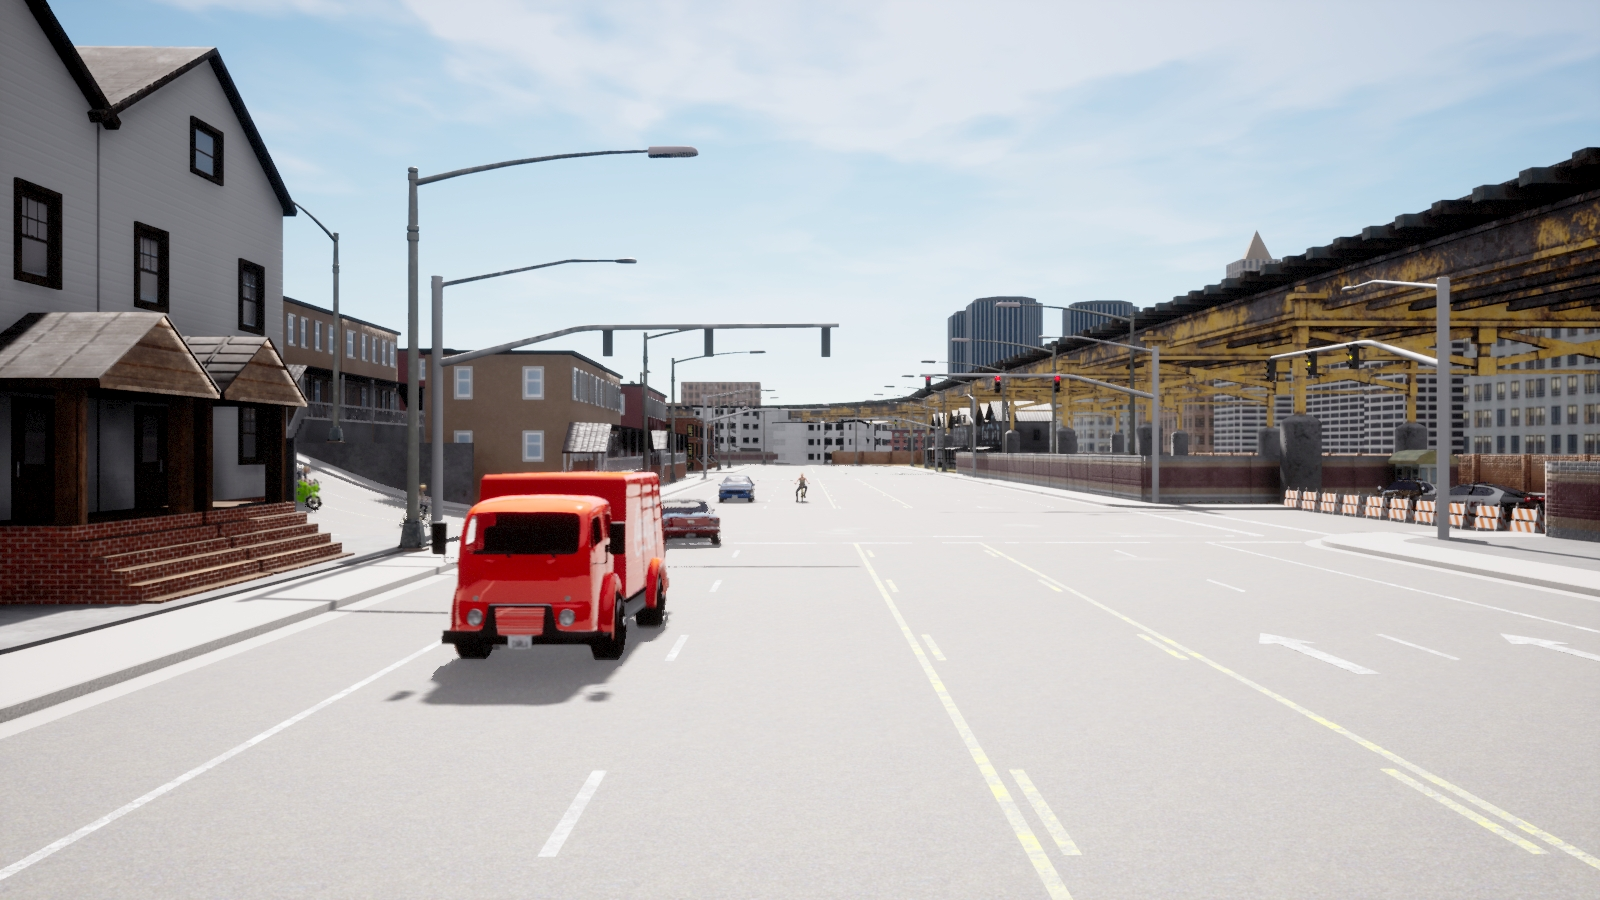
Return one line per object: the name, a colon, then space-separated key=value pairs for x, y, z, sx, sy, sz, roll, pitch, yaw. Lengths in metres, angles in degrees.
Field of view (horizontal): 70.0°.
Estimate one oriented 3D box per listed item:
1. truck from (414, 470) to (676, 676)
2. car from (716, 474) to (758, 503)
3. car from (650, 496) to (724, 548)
truck: x=-3.448 y=1.568 z=16.798 sx=2.627 sy=2.467 sz=5.204 roll=0 pitch=0 yaw=1
car: x=-3.449 y=2.106 z=63.014 sx=2.033 sy=1.411 sz=5.357 roll=0 pitch=0 yaw=0
car: x=-3.541 y=2.162 z=35.225 sx=1.895 sy=1.301 sz=4.718 roll=0 pitch=0 yaw=-10
